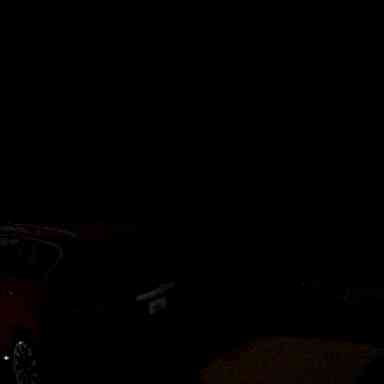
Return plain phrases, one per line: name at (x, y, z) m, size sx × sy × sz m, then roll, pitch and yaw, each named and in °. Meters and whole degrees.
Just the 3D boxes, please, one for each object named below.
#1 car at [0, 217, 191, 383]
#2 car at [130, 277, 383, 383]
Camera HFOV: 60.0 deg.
car at (-2.237, 1.333, 5.070) m, size 5.009 × 1.841 × 2.192 m, roll -1°, pitch 1°, yaw 38°
car at (2.006, 1.479, 1.701) m, size 4.829 × 1.417 × 1.752 m, roll -1°, pitch 1°, yaw 38°
